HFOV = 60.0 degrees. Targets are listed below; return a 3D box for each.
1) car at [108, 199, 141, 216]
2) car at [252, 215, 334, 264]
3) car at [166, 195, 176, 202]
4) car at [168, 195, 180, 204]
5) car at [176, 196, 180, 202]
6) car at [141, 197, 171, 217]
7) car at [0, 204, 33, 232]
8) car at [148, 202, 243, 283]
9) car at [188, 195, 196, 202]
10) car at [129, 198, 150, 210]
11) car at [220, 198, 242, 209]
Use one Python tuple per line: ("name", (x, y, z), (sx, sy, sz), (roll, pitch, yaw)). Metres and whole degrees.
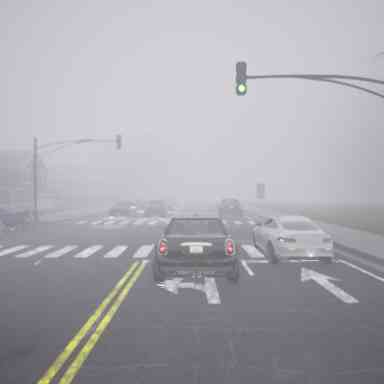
("car", (-6.580, 1.527, 32.329), (2.033, 1.411, 5.357), (0, 0, 1))
("car", (3.350, 1.521, 11.685), (1.812, 1.442, 4.674), (0, 0, 0))
("car", (-3.338, 1.495, 40.764), (1.812, 1.442, 4.674), (0, 0, 1))
("car", (-3.264, 1.422, 61.469), (1.882, 1.535, 5.008), (0, 0, 1))
("car", (-3.287, 1.308, 50.889), (2.097, 1.767, 4.553), (0, 0, 0))
("car", (-3.340, 1.485, 31.511), (1.837, 1.490, 4.892), (0, 0, 0))
("car", (-12.166, 1.485, 19.826), (5.008, 1.535, 1.882), (0, 0, 4))
("car", (0.102, 1.348, 9.811), (2.097, 1.767, 4.553), (0, 0, 0))
("car", (0.017, 1.456, 72.625), (2.128, 1.511, 4.902), (0, 0, 0))
("car", (-6.575, 1.531, 42.312), (1.994, 1.385, 4.181), (0, 0, 1))
("car", (3.358, 1.333, 30.666), (2.097, 1.767, 4.553), (0, 0, 0))
